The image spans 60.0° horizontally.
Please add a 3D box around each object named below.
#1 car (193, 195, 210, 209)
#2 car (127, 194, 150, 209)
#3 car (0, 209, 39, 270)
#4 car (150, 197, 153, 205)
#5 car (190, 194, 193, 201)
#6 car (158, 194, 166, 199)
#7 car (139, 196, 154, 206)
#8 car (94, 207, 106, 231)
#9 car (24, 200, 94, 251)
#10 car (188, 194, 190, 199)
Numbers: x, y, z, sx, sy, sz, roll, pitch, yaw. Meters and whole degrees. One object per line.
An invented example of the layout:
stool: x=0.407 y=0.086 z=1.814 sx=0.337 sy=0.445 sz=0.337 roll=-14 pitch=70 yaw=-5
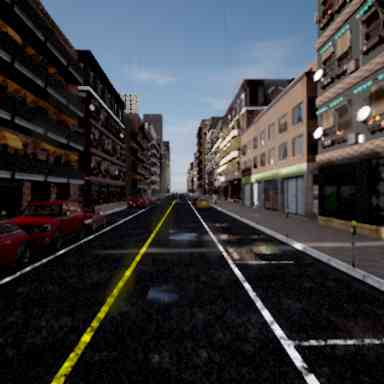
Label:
car: x=1.394 y=1.379 z=42.827 sx=1.752 sy=1.417 sz=4.829 roll=0 pitch=0 yaw=-2
car: x=-6.977 y=1.211 z=42.400 sx=2.192 sy=1.841 sz=5.009 roll=0 pitch=0 yaw=-2
car: x=-5.926 y=1.441 z=8.598 sx=1.967 sy=1.590 sz=4.097 roll=0 pitch=0 yaw=-2
car: x=-7.152 y=1.318 z=48.033 sx=1.967 sy=1.590 sz=4.097 roll=0 pitch=0 yaw=-2
car: x=1.049 y=1.362 z=53.924 sx=1.887 sy=1.381 sz=4.507 roll=0 pitch=0 yaw=-2
car: x=-8.554 y=1.280 z=93.101 sx=2.008 sy=1.369 sz=4.403 roll=0 pitch=0 yaw=-2
car: x=-7.327 y=1.404 z=53.668 sx=1.887 sy=1.381 sz=4.507 roll=0 pitch=0 yaw=-2
car: x=-6.276 y=1.549 z=19.866 sx=1.802 sy=1.307 sz=4.206 roll=0 pitch=0 yaw=-2
car: x=-6.101 y=1.299 z=14.232 sx=2.192 sy=1.841 sz=5.009 roll=0 pitch=0 yaw=-2
car: x=0.349 y=1.295 z=76.457 sx=2.008 sy=1.369 sz=4.403 roll=0 pitch=0 yaw=-2
